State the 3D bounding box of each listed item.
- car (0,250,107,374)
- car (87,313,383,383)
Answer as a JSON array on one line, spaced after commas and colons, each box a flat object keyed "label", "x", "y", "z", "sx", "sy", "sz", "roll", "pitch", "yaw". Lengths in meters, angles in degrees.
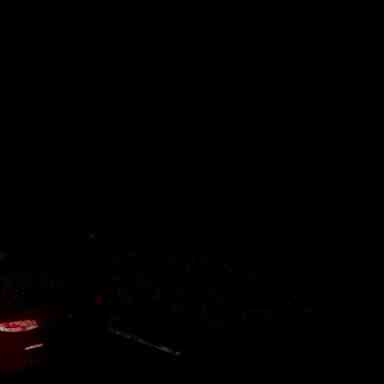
[{"label": "car", "x": -3.089, "y": 1.583, "z": 5.163, "sx": 4.206, "sy": 1.307, "sz": 1.802, "roll": 0, "pitch": 0, "yaw": 36}, {"label": "car", "x": 1.503, "y": 1.582, "z": 1.887, "sx": 4.206, "sy": 1.307, "sz": 1.802, "roll": 0, "pitch": 0, "yaw": 36}]
